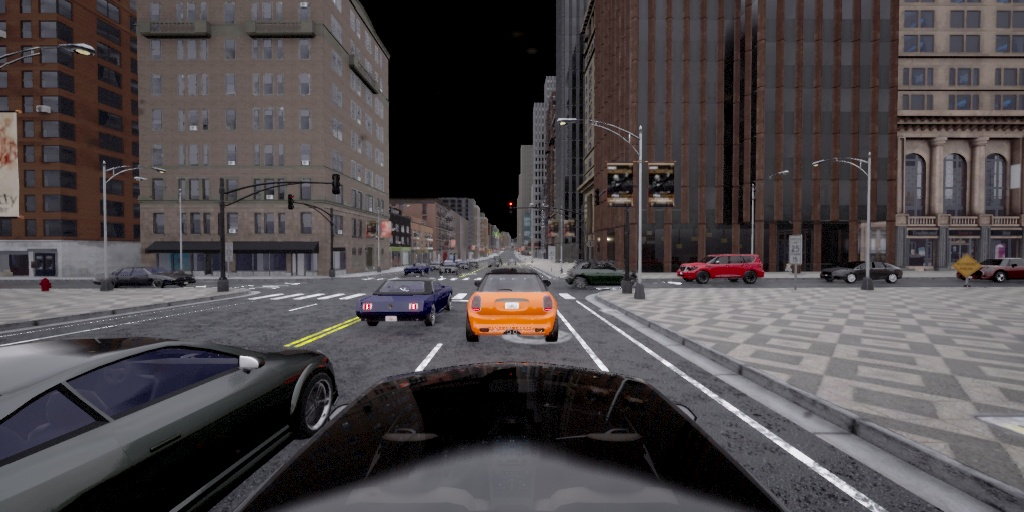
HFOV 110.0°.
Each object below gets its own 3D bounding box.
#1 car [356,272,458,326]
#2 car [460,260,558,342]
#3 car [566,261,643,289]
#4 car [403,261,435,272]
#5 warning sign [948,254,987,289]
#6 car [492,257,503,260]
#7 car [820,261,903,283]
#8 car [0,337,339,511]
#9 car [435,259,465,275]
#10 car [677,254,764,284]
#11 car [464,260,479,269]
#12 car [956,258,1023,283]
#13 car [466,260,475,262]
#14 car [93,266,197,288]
[{"bbox_3d":[-3.149,1.350,11.585,1.895,1.301,4.718,0,0,0],"label":"car"},{"bbox_3d":[0.010,1.101,9.934,2.097,1.767,4.553,0,0,0],"label":"car"},{"bbox_3d":[5.736,1.092,22.492,4.553,1.767,2.097,0,1,1],"label":"car"},{"bbox_3d":[-9.851,1.367,37.615,1.895,1.301,4.718,0,0,0],"label":"car"},{"bbox_3d":[25.178,0.827,19.839,1.060,1.860,1.300,0,0,0],"label":"warning sign"},{"bbox_3d":[-3.154,1.381,63.848,1.895,1.301,4.718,0,0,0],"label":"car"},{"bbox_3d":[24.895,1.119,25.641,4.892,1.490,1.837,0,1,0],"label":"car"},{"bbox_3d":[-3.158,1.314,2.766,1.994,1.385,4.181,0,0,1],"label":"car"},{"bbox_3d":[-6.600,1.331,38.822,1.994,1.385,4.181,0,0,0],"label":"car"},{"bbox_3d":[14.839,0.876,25.604,5.566,2.045,2.150,0,1,0],"label":"car"},{"bbox_3d":[-6.582,1.343,58.801,1.994,1.385,4.181,0,0,0],"label":"car"},{"bbox_3d":[35.013,0.926,25.670,4.553,1.767,2.097,0,1,0],"label":"car"},{"bbox_3d":[-6.599,1.338,48.781,1.994,1.385,4.181,0,0,0],"label":"car"},{"bbox_3d":[-24.108,1.397,23.599,5.357,1.411,2.033,0,1,0],"label":"car"}]
